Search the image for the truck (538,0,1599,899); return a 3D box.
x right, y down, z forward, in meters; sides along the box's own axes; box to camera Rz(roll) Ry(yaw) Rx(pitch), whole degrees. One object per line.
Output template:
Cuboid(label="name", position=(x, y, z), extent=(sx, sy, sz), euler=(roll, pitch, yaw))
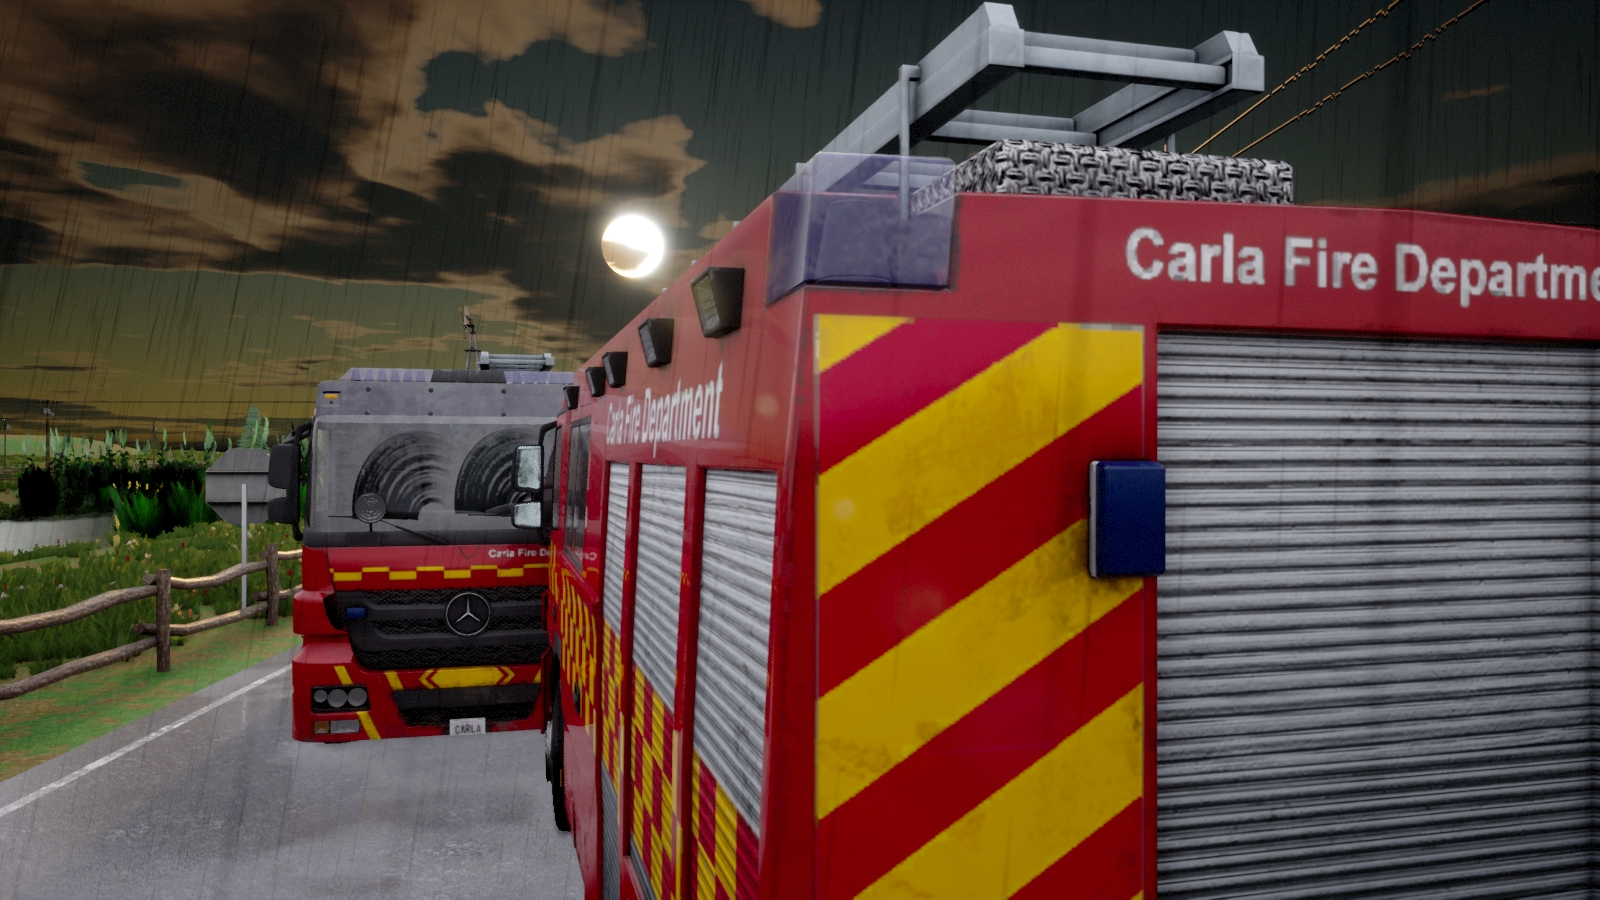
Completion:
Cuboid(label="truck", position=(0.096, 0.867, 6.872), extent=(2.891, 3.827, 8.468), euler=(0, 0, -15))

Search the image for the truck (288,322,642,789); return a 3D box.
Cuboid(label="truck", position=(-3.924, 0.862, 13.828), extent=(2.891, 3.827, 8.468), euler=(0, 0, -15))

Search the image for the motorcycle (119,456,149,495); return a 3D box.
Cuboid(label="motorcycle", position=(-41.412, 1.577, 71.097), extent=(0.803, 2.348, 2.033), euler=(0, 0, -4))
